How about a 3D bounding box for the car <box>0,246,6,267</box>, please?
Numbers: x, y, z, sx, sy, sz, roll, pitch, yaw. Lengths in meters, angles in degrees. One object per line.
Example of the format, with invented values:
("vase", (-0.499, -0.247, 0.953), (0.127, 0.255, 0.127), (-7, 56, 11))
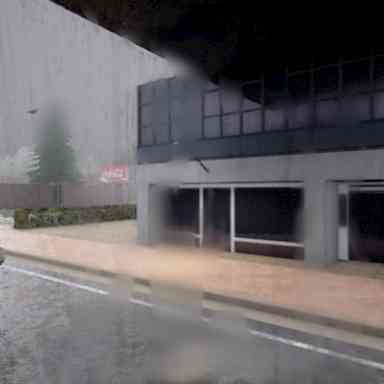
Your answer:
("car", (-7.096, 1.600, 9.015), (4.718, 1.301, 1.895), (0, 0, 36))
